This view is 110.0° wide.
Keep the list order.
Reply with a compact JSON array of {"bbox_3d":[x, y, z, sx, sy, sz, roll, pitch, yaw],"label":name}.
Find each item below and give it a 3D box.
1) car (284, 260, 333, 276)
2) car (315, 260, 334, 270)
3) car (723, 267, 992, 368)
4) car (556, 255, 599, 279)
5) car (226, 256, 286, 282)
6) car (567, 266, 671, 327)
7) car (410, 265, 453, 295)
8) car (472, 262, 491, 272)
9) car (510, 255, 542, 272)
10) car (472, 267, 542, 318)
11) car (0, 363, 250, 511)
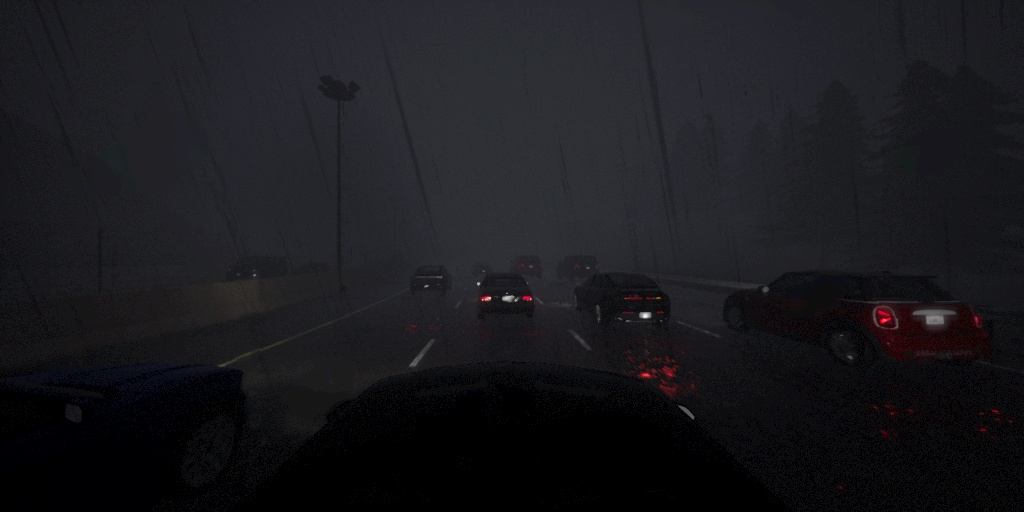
[{"bbox_3d":[-16.271,1.288,29.331,1.837,1.490,4.892,0,0,-9],"label":"car"},{"bbox_3d":[-28.962,1.357,55.530,2.033,1.411,5.357,0,0,-20],"label":"car"},{"bbox_3d":[6.888,1.088,8.009,2.097,1.767,4.553,0,0,-2],"label":"car"},{"bbox_3d":[5.204,0.961,28.822,2.150,2.045,5.566,0,0,-7],"label":"car"},{"bbox_3d":[-19.595,1.012,27.998,2.150,2.045,5.566,0,0,-8],"label":"car"},{"bbox_3d":[3.252,1.248,11.472,1.837,1.490,4.892,0,0,-3],"label":"car"},{"bbox_3d":[-4.353,1.251,19.785,2.128,1.511,4.902,0,0,-5],"label":"car"},{"bbox_3d":[-3.091,1.282,36.581,1.812,1.442,4.674,0,0,-10],"label":"car"},{"bbox_3d":[1.186,0.969,32.268,2.150,2.045,5.566,0,0,-8],"label":"car"},{"bbox_3d":[-0.301,1.298,13.013,2.033,1.411,5.357,0,0,-3],"label":"car"},{"bbox_3d":[-3.473,1.235,1.432,1.882,1.535,5.008,0,0,0],"label":"car"}]
